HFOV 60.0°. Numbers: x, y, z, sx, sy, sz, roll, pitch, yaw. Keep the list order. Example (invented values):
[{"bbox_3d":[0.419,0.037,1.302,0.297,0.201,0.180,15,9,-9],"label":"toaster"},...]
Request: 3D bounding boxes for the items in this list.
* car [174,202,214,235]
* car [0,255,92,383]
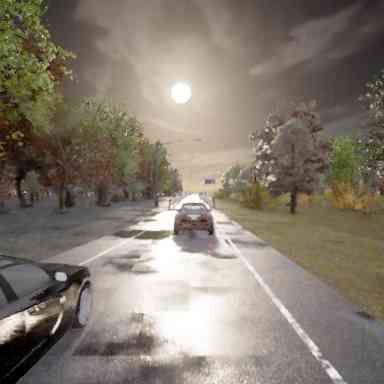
[{"bbox_3d":[0.095,1.370,19.147,2.097,1.767,4.553,0,0,0],"label":"car"},{"bbox_3d":[-2.750,1.481,3.934,1.882,1.535,5.008,0,0,2],"label":"car"}]
